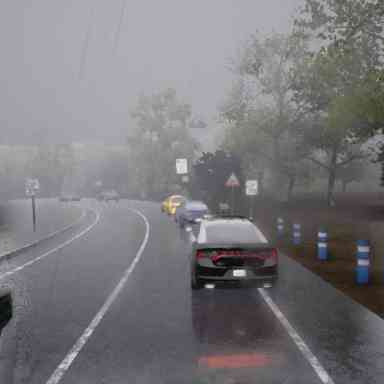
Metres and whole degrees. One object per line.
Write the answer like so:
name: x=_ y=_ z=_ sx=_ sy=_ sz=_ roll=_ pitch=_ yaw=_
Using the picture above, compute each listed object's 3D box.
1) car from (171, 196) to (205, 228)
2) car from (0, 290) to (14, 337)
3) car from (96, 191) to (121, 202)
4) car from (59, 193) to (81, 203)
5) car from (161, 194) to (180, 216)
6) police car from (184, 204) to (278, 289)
car: x=0.038 y=1.201 z=19.362 sx=1.812 sy=1.442 sz=4.674 roll=-1 pitch=2 yaw=-8
car: x=-3.399 y=1.596 z=2.414 sx=1.895 sy=1.301 sz=4.718 roll=0 pitch=0 yaw=-1
car: x=-11.733 y=0.610 z=46.444 sx=2.033 sy=1.411 sz=5.357 roll=-5 pitch=3 yaw=-35
car: x=-17.823 y=0.866 z=48.555 sx=1.994 sy=1.385 sz=4.181 roll=-5 pitch=3 yaw=-40
car: x=-1.216 y=0.937 z=25.693 sx=1.801 sy=1.575 sz=5.366 roll=-2 pitch=2 yaw=-14
police car: x=0.866 y=1.369 z=9.187 sx=1.930 sy=1.638 sz=5.238 roll=0 pitch=1 yaw=-2
